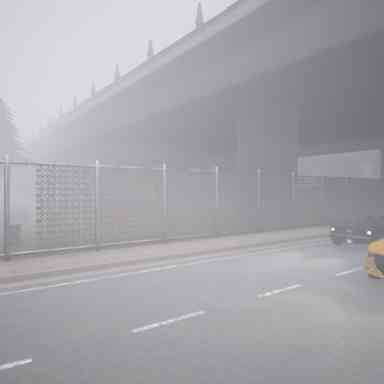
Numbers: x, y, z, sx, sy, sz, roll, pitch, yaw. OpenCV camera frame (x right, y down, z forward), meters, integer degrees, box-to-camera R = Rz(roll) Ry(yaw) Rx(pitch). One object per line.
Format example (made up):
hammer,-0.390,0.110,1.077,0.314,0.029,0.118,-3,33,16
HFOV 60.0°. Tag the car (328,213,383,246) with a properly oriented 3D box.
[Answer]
car,7.897,1.601,14.271,4.718,1.301,1.895,0,0,-37

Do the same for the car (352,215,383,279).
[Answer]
car,6.553,1.478,8.915,5.008,1.535,1.882,0,0,-37
